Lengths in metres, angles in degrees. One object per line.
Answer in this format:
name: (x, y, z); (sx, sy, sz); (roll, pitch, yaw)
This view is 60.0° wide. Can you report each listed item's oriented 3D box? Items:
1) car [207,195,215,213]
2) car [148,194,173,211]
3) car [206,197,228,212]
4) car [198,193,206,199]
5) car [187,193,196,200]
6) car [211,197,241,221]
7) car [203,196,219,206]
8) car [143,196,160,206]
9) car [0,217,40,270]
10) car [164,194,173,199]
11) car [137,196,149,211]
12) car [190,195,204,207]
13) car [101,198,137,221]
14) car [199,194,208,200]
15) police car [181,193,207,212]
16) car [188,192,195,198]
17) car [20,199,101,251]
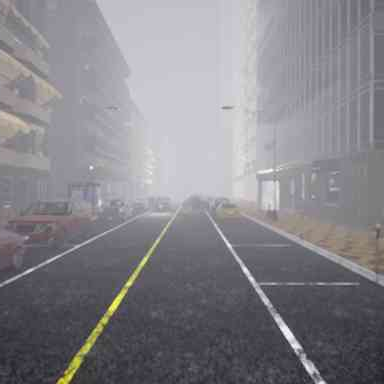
car: (2.670, 1.244, 30.796); (1.967, 1.590, 4.097); (0, 0, 0)
car: (-3.119, 1.263, 36.073); (2.128, 1.511, 4.902); (0, 0, 0)
car: (2.666, 1.320, 36.446); (2.008, 1.369, 4.403); (0, 0, 0)
car: (2.633, 1.028, 87.282); (2.008, 1.369, 4.403); (0, 0, 0)
car: (-0.046, 1.017, 71.632); (1.812, 1.442, 4.674); (0, 0, 0)
car: (2.673, 1.364, 25.319); (1.752, 1.417, 4.829); (0, 0, 0)
car: (2.659, 1.267, 47.743); (1.947, 1.339, 4.313); (0, 0, 0)
car: (-5.722, 1.267, 47.737); (1.947, 1.339, 4.313); (0, 0, 0)
car: (-5.696, 1.529, 8.198); (1.802, 1.307, 4.206); (0, 0, 0)
car: (-5.743, 1.090, 81.628); (1.802, 1.307, 4.206); (0, 0, 0)
car: (-5.715, 1.320, 36.440); (2.008, 1.369, 4.403); (0, 0, 0)
car: (0.751, 1.216, 45.974); (1.837, 1.490, 4.892); (0, 0, 1)
car: (-5.707, 1.280, 25.143); (1.967, 1.590, 4.097); (0, 0, 0)
car: (2.641, 1.084, 75.984); (1.887, 1.381, 4.507); (0, 0, 0)
police car: (0.224, 1.197, 35.941); (1.930, 1.638, 5.238); (0, 0, -18)
car: (-0.055, 0.815, 87.359); (1.812, 1.442, 4.674); (0, 0, 0)
car: (-5.701, 1.226, 13.845); (2.192, 1.841, 5.009); (0, 0, 0)
